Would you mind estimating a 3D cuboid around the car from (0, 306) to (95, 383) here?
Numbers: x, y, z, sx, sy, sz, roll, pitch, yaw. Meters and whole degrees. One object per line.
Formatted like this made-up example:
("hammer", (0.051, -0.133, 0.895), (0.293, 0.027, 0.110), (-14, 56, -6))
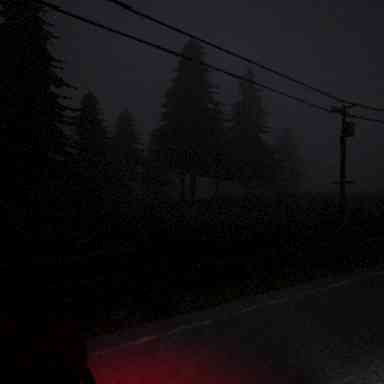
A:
("car", (-2.980, 1.467, 1.454), (5.008, 1.535, 1.882), (0, 0, -36))
